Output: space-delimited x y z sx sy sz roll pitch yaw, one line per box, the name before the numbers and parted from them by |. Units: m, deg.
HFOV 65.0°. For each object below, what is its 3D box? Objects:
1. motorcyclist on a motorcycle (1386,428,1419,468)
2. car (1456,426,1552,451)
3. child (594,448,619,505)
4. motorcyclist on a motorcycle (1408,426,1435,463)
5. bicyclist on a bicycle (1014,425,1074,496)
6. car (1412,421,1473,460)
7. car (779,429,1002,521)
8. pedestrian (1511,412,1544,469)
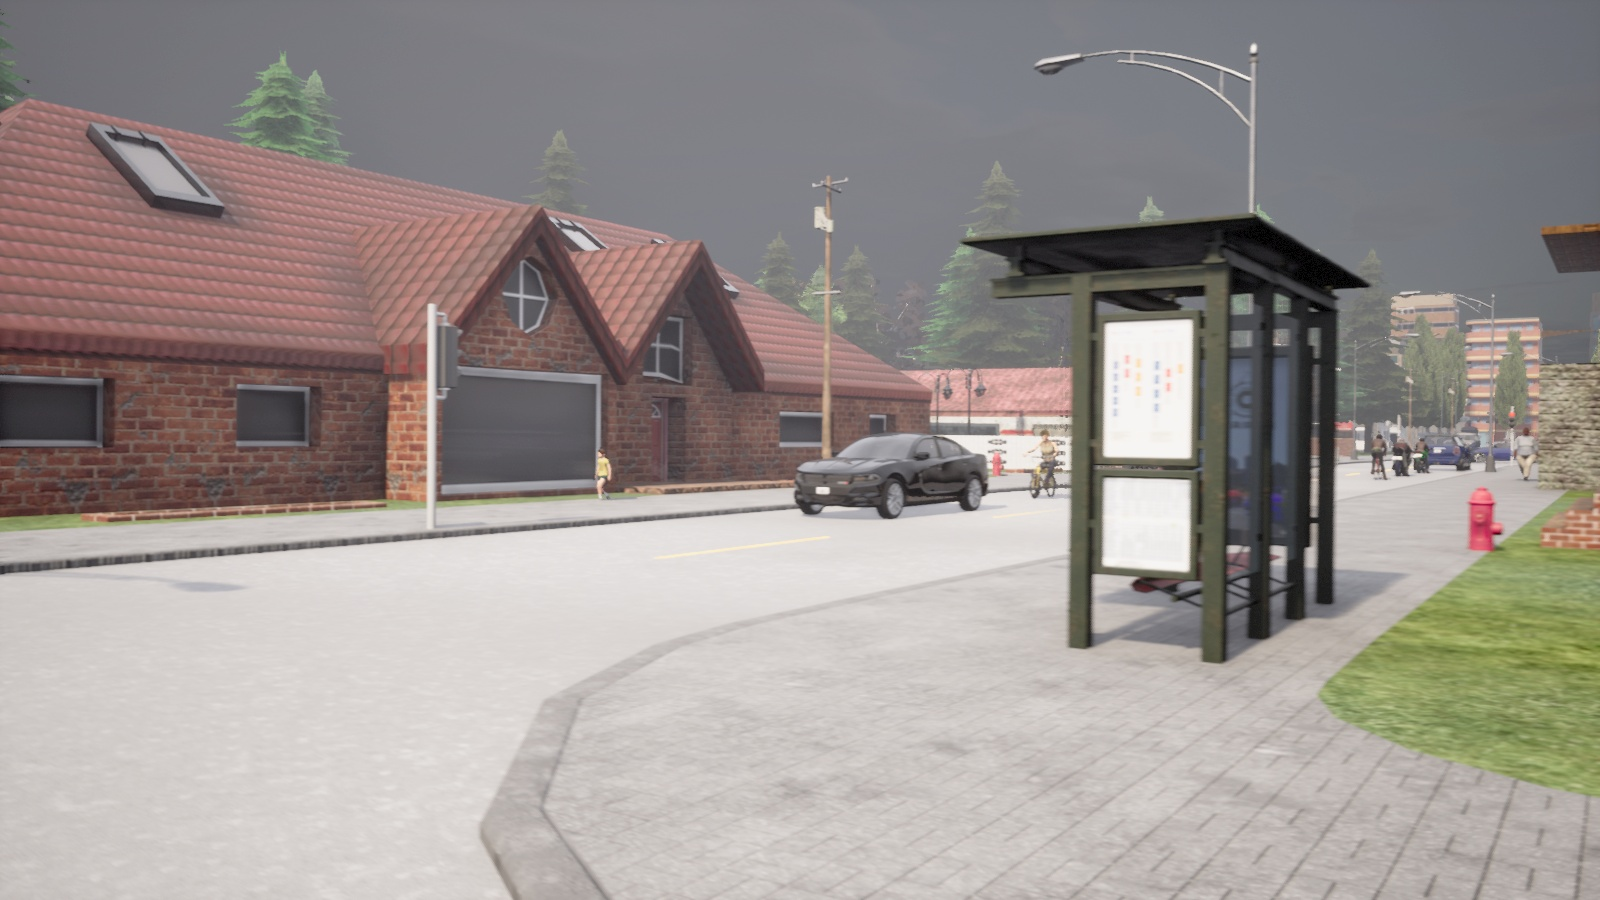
motorcyclist on a motorcycle | 23.559 -0.100 49.123 0.866 1.530 2.191 0 1 34
car | 43.375 -0.690 77.486 4.792 1.488 2.163 0 1 14
child | -3.844 0.523 24.954 0.394 1.110 0.255 -1 1 -44
motorcyclist on a motorcycle | 26.592 -0.241 53.700 0.797 1.523 2.044 0 1 34
bicyclist on a bicycle | 5.750 0.223 29.493 0.866 1.612 1.509 0 1 33
car | 30.555 -0.479 59.662 2.097 1.767 4.553 0 1 33
car | 1.834 0.379 23.564 1.882 1.535 5.008 0 1 34
pedestrian | 23.930 -0.324 41.309 0.874 1.855 0.900 0 1 34
